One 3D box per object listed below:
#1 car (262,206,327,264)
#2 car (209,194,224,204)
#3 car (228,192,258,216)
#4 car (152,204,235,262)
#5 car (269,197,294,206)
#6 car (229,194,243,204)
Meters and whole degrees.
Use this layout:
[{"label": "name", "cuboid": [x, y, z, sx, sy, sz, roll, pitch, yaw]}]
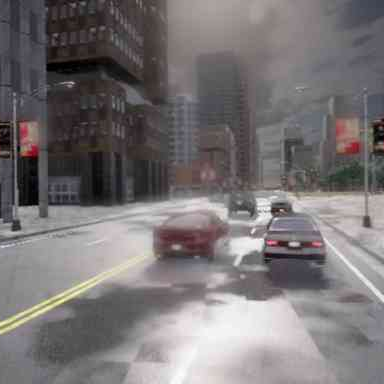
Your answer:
[{"label": "car", "cuboid": [3.396, 1.438, 11.422, 2.033, 1.411, 5.357, -1, 0, 15]}, {"label": "car", "cuboid": [4.080, 1.118, 55.047, 1.837, 1.490, 4.892, -1, 0, 14]}, {"label": "car", "cuboid": [4.498, 0.990, 29.259, 2.150, 2.045, 5.566, -1, 1, 14]}, {"label": "car", "cuboid": [0.166, 1.403, 11.920, 1.882, 1.535, 5.008, -1, 0, 14]}, {"label": "car", "cuboid": [7.976, 1.228, 29.738, 1.837, 1.490, 4.892, -1, 1, 14]}, {"label": "car", "cuboid": [7.181, 1.106, 54.049, 1.812, 1.442, 4.674, -1, 0, 14]}]
